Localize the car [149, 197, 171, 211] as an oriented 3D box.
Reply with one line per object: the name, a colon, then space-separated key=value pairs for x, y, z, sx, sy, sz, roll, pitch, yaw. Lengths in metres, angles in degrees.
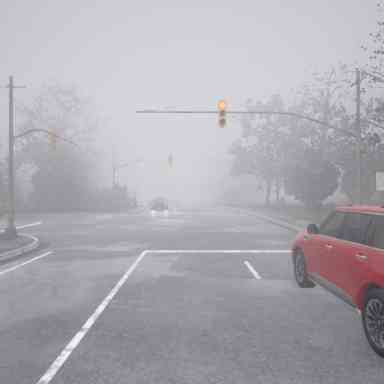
car: x=-4.087 y=1.420 z=42.547 sx=2.097 sy=1.767 sz=4.553 roll=0 pitch=-1 yaw=-3

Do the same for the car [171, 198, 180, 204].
car: x=-4.636 y=2.316 z=83.215 sx=1.882 sy=1.535 sz=5.008 roll=0 pitch=-1 yaw=-22

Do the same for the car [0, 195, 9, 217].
car: x=-19.306 y=1.334 z=29.819 sx=5.566 sy=2.045 sz=2.150 roll=0 pitch=0 yaw=0

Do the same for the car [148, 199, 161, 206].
car: x=-8.144 y=2.223 z=71.798 sx=1.895 sy=1.301 sz=4.718 roll=0 pitch=-1 yaw=-16

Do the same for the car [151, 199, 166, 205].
car: x=-8.345 y=2.405 z=83.077 sx=2.033 sy=1.411 sz=5.357 roll=0 pitch=-1 yaw=-25

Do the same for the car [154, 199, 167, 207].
car: x=-5.370 y=1.855 z=57.000 sx=1.994 sy=1.385 sz=4.181 roll=0 pitch=-1 yaw=-8

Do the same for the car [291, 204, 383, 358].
car: x=3.591 y=1.221 z=6.091 sx=2.150 sy=2.045 sz=5.566 roll=0 pitch=0 yaw=0
